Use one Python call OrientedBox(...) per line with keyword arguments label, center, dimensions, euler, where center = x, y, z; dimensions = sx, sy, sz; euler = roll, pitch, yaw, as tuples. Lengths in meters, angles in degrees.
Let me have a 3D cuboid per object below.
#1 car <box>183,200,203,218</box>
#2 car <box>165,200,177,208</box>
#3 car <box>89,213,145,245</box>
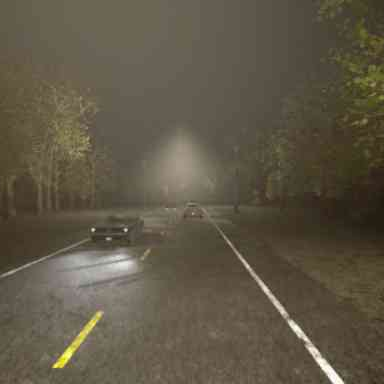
OrientedBox(label="car", center=(0.101, 1.820, 33.267), dimensions=(1.812, 1.442, 4.674), euler=(0, 0, 0))
OrientedBox(label="car", center=(-3.537, 2.066, 57.139), dimensions=(1.994, 1.385, 4.181), euler=(0, -1, 1))
OrientedBox(label="car", center=(-3.599, 1.749, 16.642), dimensions=(1.895, 1.301, 4.718), euler=(0, -1, 0))
